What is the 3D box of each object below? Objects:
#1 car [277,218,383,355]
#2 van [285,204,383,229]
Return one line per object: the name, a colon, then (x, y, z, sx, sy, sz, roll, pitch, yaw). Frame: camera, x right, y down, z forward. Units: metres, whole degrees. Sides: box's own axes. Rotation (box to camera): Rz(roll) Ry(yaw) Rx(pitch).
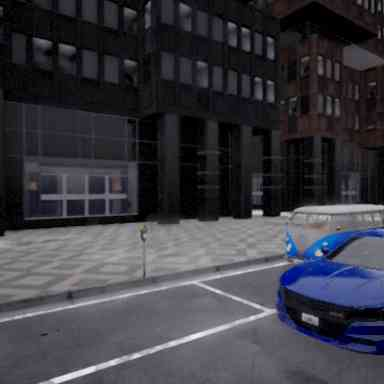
car: (3.634, 1.437, 5.964, 5.008, 1.535, 1.882, 0, 0, -35)
van: (4.469, 1.282, 9.825, 3.998, 1.788, 1.690, 0, 0, -35)
